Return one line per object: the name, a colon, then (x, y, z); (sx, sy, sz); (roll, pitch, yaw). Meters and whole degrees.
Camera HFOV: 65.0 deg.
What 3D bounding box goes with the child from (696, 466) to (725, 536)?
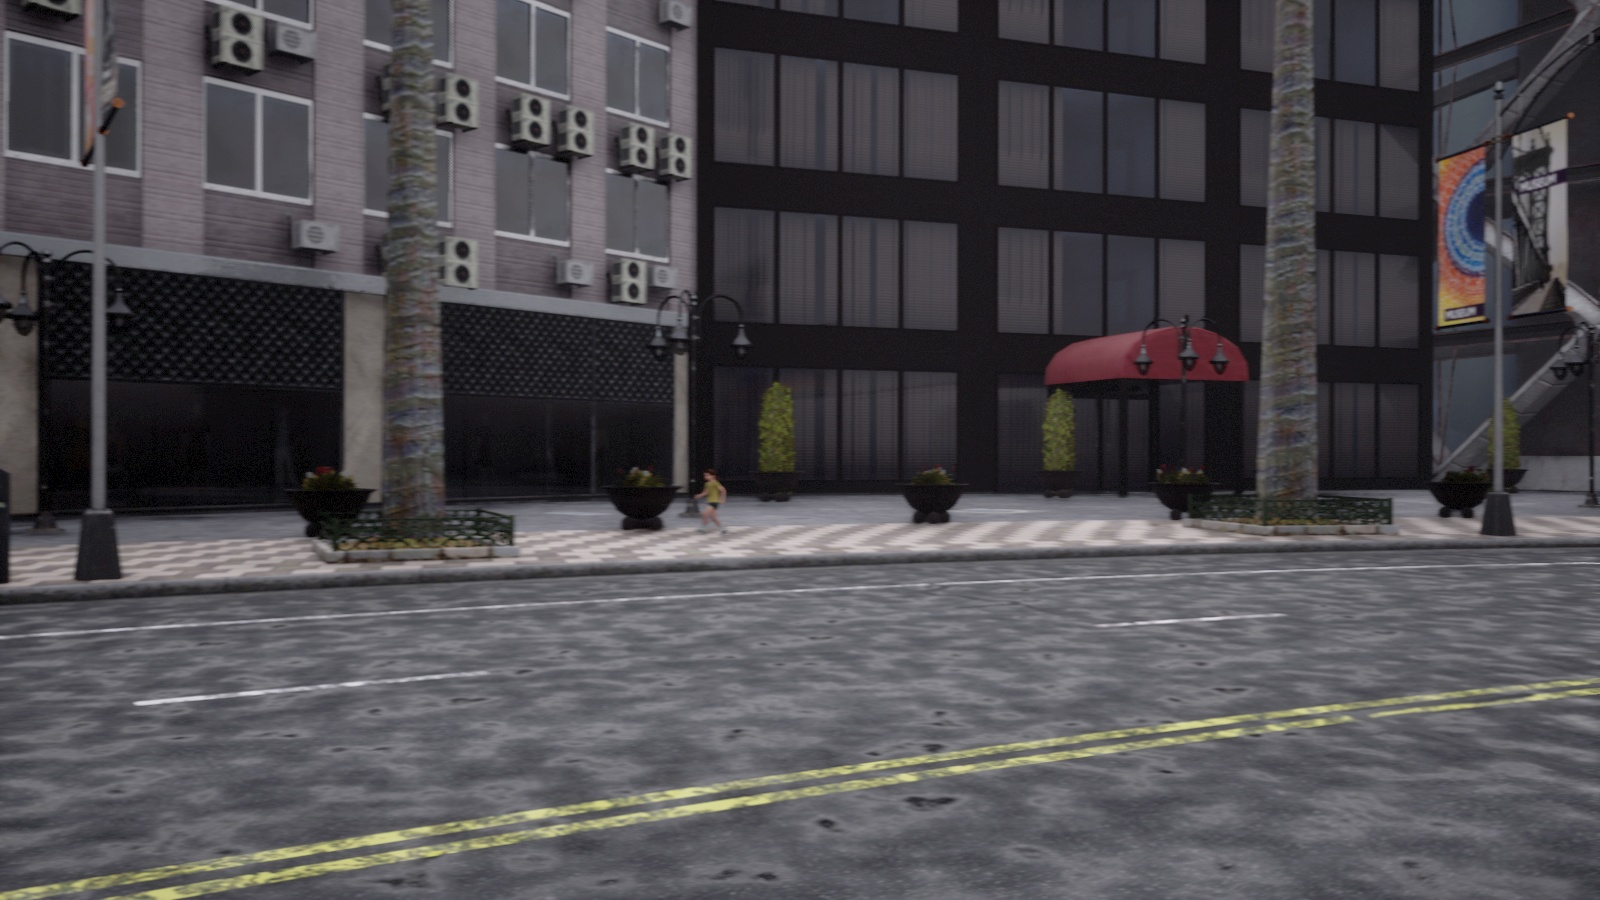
child: (-1.442, 0.815, 20.180); (0.394, 1.110, 0.255); (0, 0, -25)
